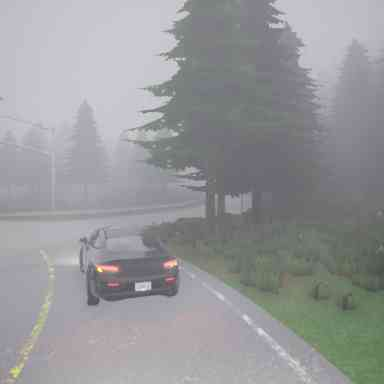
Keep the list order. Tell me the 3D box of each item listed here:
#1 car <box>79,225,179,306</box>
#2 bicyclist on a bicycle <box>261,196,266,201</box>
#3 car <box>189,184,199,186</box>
[{"bbox_3d":[-1.683,1.526,8.115,1.812,1.442,4.674,0,0,-21],"label":"car"},{"bbox_3d":[6.311,0.894,30.393,1.656,1.620,0.582,-13,-4,35],"label":"bicyclist on a bicycle"},{"bbox_3d":[0.576,-1.747,69.734,1.994,1.385,4.181,0,5,-5],"label":"car"}]
